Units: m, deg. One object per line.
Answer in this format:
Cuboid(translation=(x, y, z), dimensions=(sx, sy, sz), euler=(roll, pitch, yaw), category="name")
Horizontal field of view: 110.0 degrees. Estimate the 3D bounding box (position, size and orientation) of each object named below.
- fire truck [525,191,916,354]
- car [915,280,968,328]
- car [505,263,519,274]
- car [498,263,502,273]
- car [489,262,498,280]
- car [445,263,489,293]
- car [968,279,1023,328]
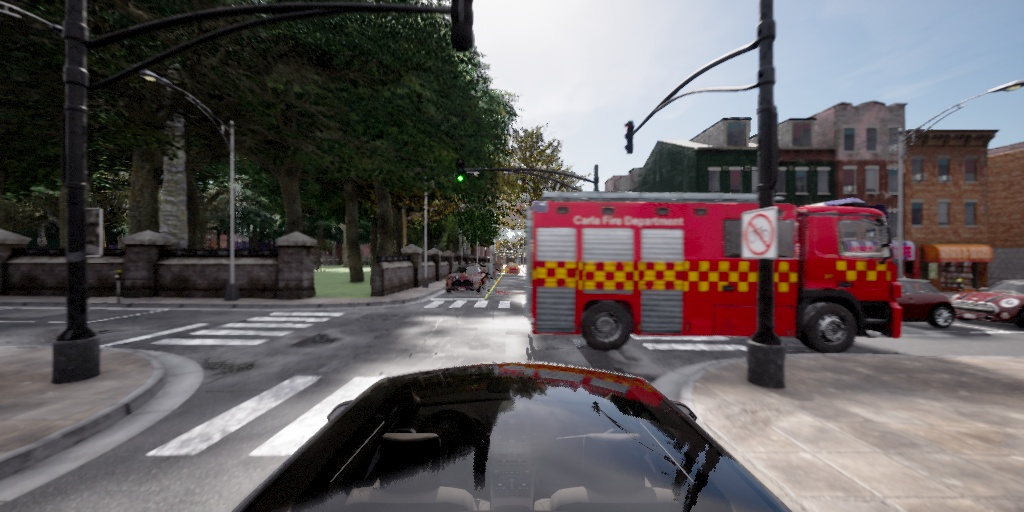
Cuboid(translation=(4.544, 0.261, 9.313), dimensions=(8.468, 3.827, 2.891), euler=(1, 0, 0), category="fire truck")
Cuboid(translation=(11.824, 1.436, 11.963), dimensions=(4.097, 1.591, 1.967), euler=(0, 0, 0), category="car")
Cuboid(translation=(-0.004, 1.996, 53.023), dimensions=(1.895, 1.301, 4.718), euler=(0, -1, 0), category="car")
Cuboid(translation=(-2.755, 1.822, 58.397), dimensions=(2.097, 1.767, 4.553), euler=(0, -1, 0), category="car")
Cuboid(translation=(-2.844, 1.538, 37.563), dimensions=(2.097, 1.767, 4.553), euler=(0, -1, 0), category="car")
Cuboid(translation=(-2.849, 1.354, 22.762), dimensions=(2.097, 1.767, 4.553), euler=(0, -1, 0), category="car")
Cuboid(translation=(17.258, 1.497, 11.962), dimensions=(4.097, 1.591, 1.967), euler=(0, 0, 0), category="car")
